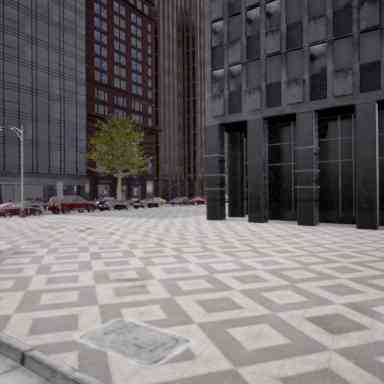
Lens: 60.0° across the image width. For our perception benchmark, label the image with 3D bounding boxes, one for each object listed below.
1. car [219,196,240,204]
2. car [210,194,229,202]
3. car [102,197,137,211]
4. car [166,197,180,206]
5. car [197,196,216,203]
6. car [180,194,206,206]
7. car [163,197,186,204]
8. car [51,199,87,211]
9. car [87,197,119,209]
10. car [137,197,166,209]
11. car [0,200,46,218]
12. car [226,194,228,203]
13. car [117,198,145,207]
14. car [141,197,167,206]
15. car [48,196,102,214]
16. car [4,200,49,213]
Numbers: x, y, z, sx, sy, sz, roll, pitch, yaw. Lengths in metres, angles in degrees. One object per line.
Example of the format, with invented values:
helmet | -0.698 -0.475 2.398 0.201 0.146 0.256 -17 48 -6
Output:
car | 7.013 1.463 61.813 1.947 1.339 4.313 -1 0 35
car | 6.389 1.296 75.945 2.192 1.841 5.009 -1 0 35
car | -8.972 1.524 38.590 1.947 1.339 4.313 -1 0 35
car | -1.554 1.496 53.982 2.033 1.411 5.357 -1 0 35
car | 3.193 1.534 71.299 1.887 1.381 4.507 -1 0 35
car | 0.619 1.462 52.524 1.887 1.381 4.507 -1 0 35
car | -3.202 1.574 62.008 1.947 1.339 4.313 -1 0 35
car | -15.991 1.642 43.426 1.802 1.307 4.206 -1 0 35
car | -12.796 1.484 48.072 1.967 1.590 4.097 -1 0 35
car | -5.775 1.509 43.234 1.947 1.339 4.313 -1 0 35
car | -15.366 1.576 29.300 1.802 1.307 4.206 -1 0 35
car | 3.814 1.222 57.170 2.192 1.841 5.009 -1 0 35
car | -9.596 1.613 52.717 1.802 1.307 4.206 -1 0 35
car | -6.496 1.544 57.222 1.752 1.417 4.829 -1 0 35
car | -12.171 1.290 33.946 2.192 1.841 5.009 -1 0 35
car | -19.189 1.642 38.781 1.947 1.339 4.313 -1 0 35
